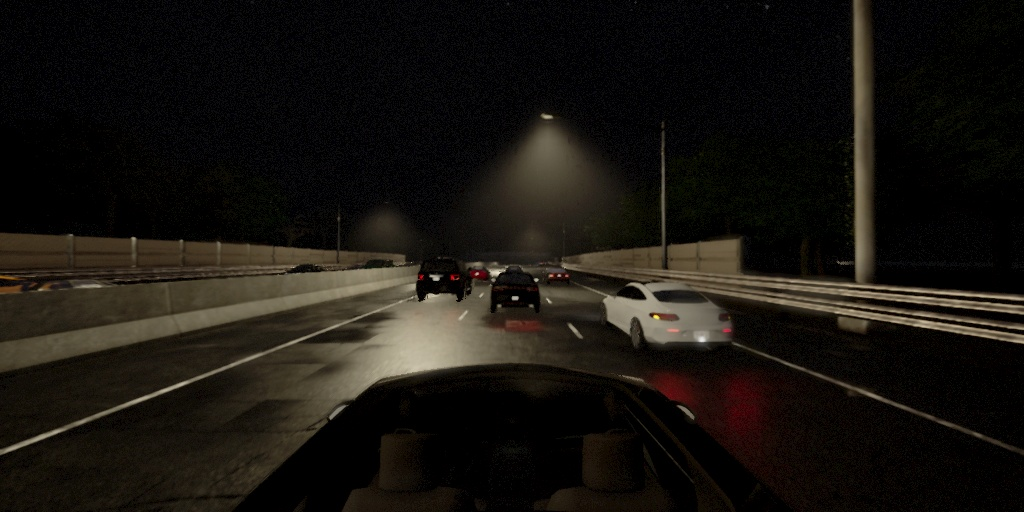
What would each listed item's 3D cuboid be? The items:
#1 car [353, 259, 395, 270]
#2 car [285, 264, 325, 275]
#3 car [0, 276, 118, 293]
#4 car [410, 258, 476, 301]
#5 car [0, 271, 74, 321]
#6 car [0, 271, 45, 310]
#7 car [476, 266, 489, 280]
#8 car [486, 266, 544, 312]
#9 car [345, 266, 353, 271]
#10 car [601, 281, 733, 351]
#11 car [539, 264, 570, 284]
[{"bbox_3d":[-13.963,1.351,37.292,2.150,2.045,5.566,0,-1,1],"label":"car"},{"bbox_3d":[-20.964,1.624,36.456,1.837,1.490,4.892,0,-1,1],"label":"car"},{"bbox_3d":[-14.092,1.391,10.797,2.033,1.411,5.357,0,-1,0],"label":"car"},{"bbox_3d":[-3.370,1.153,18.681,2.150,2.045,5.566,0,-1,0],"label":"car"},{"bbox_3d":[-17.589,1.324,11.107,1.882,1.535,5.008,0,-1,0],"label":"car"},{"bbox_3d":[-21.085,1.356,12.923,2.128,1.511,4.902,0,-1,0],"label":"car"},{"bbox_3d":[-3.279,1.682,35.936,1.994,1.385,4.181,0,-1,0],"label":"car"},{"bbox_3d":[0.120,1.372,15.188,1.882,1.535,5.008,0,-1,0],"label":"car"},{"bbox_3d":[-17.412,1.718,41.152,2.033,1.411,5.357,0,-1,1],"label":"car"},{"bbox_3d":[3.615,1.356,9.122,1.812,1.442,4.674,0,-1,0],"label":"car"},{"bbox_3d":[3.682,1.605,30.224,2.033,1.411,5.357,0,-1,1],"label":"car"}]
